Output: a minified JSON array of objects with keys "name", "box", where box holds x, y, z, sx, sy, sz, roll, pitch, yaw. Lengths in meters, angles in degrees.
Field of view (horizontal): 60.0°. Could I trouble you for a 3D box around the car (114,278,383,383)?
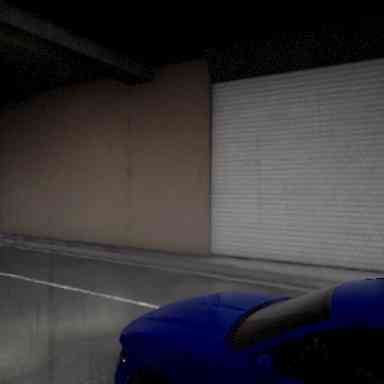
[{"name":"car","box":[1.561,1.460,2.507,5.008,1.535,1.882,1,0,35]}]
